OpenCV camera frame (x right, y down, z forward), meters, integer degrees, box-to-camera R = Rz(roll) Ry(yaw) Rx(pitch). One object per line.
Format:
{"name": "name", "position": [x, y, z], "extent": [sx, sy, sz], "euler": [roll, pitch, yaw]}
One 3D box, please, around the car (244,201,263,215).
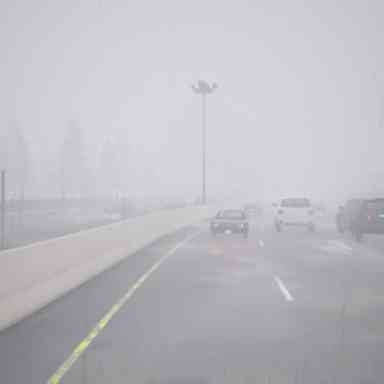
{"name": "car", "position": [6.533, 1.655, 35.628], "extent": [1.812, 1.442, 4.674], "euler": [0, 0, 15]}

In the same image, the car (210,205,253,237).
{"name": "car", "position": [2.227, 1.658, 18.489], "extent": [1.895, 1.301, 4.718], "euler": [1, 0, 11]}

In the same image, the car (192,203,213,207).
{"name": "car", "position": [1.471, 1.484, 44.593], "extent": [2.097, 1.767, 4.553], "euler": [0, 0, 15]}

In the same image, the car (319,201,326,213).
{"name": "car", "position": [15.079, 1.782, 40.582], "extent": [1.895, 1.301, 4.718], "euler": [0, 0, 15]}

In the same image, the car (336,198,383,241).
{"name": "car", "position": [9.077, 1.310, 17.173], "extent": [2.150, 2.045, 5.566], "euler": [0, 0, 12]}

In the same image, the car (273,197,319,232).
{"name": "car", "position": [6.395, 1.310, 21.094], "extent": [2.150, 2.045, 5.566], "euler": [0, 0, 13]}
